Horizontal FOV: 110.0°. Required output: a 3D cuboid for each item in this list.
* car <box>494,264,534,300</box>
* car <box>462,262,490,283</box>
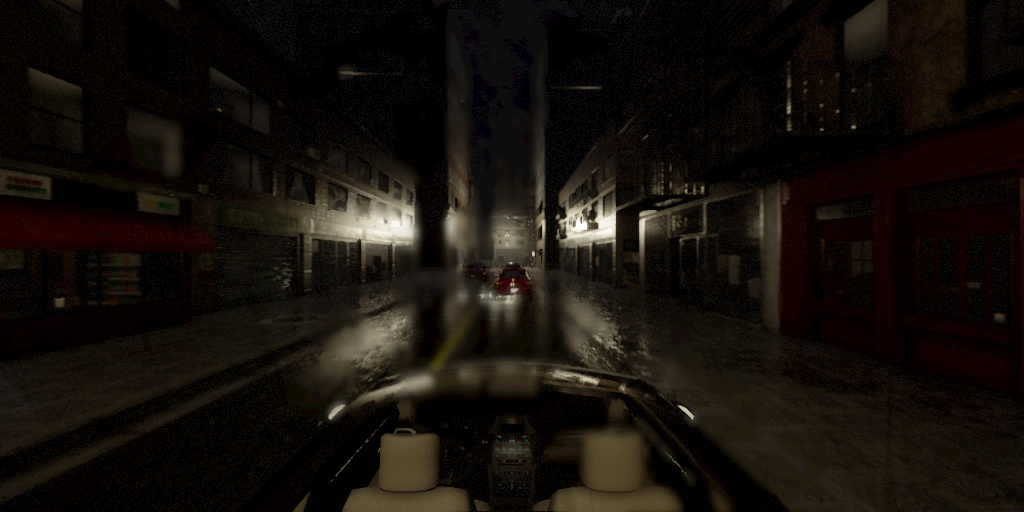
[{"bbox_3d":[0.082,1.292,17.542,1.812,1.442,4.674,0,0,0],"label":"car"},{"bbox_3d":[-2.770,1.257,28.532,1.882,1.535,5.008,0,0,0],"label":"car"}]
